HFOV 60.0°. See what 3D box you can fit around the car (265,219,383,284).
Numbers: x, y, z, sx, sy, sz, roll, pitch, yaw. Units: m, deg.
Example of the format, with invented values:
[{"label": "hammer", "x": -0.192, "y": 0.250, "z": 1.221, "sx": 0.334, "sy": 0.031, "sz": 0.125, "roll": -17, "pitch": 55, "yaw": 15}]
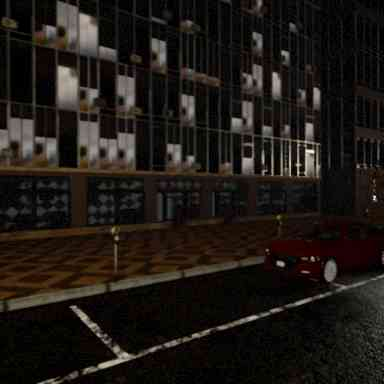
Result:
[{"label": "car", "x": 3.989, "y": 1.487, "z": 9.403, "sx": 4.507, "sy": 1.381, "sz": 1.887, "roll": 0, "pitch": 0, "yaw": -36}]
